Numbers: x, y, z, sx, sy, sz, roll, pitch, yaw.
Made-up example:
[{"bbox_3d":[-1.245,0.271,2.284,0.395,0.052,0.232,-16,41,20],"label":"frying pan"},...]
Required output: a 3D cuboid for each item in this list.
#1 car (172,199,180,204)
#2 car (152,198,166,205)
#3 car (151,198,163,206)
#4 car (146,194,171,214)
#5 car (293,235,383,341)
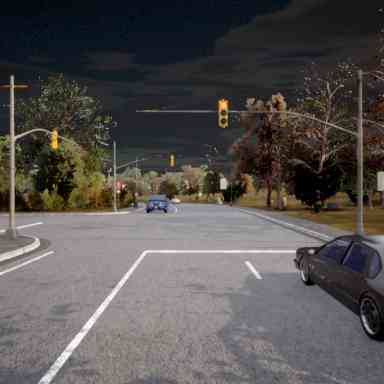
[{"bbox_3d":[-4.416,2.361,83.277,1.812,1.442,4.674,0,-1,-22],"label":"car"},{"bbox_3d":[-8.285,2.350,83.477,1.882,1.535,5.008,0,-1,-25],"label":"car"},{"bbox_3d":[-7.196,2.036,68.876,1.882,1.535,5.008,0,-1,-13],"label":"car"},{"bbox_3d":[-3.732,1.241,36.426,2.150,2.045,5.566,0,0,-2],"label":"car"},{"bbox_3d":[3.610,1.547,6.425,2.033,1.411,5.357,0,0,0],"label":"car"}]
